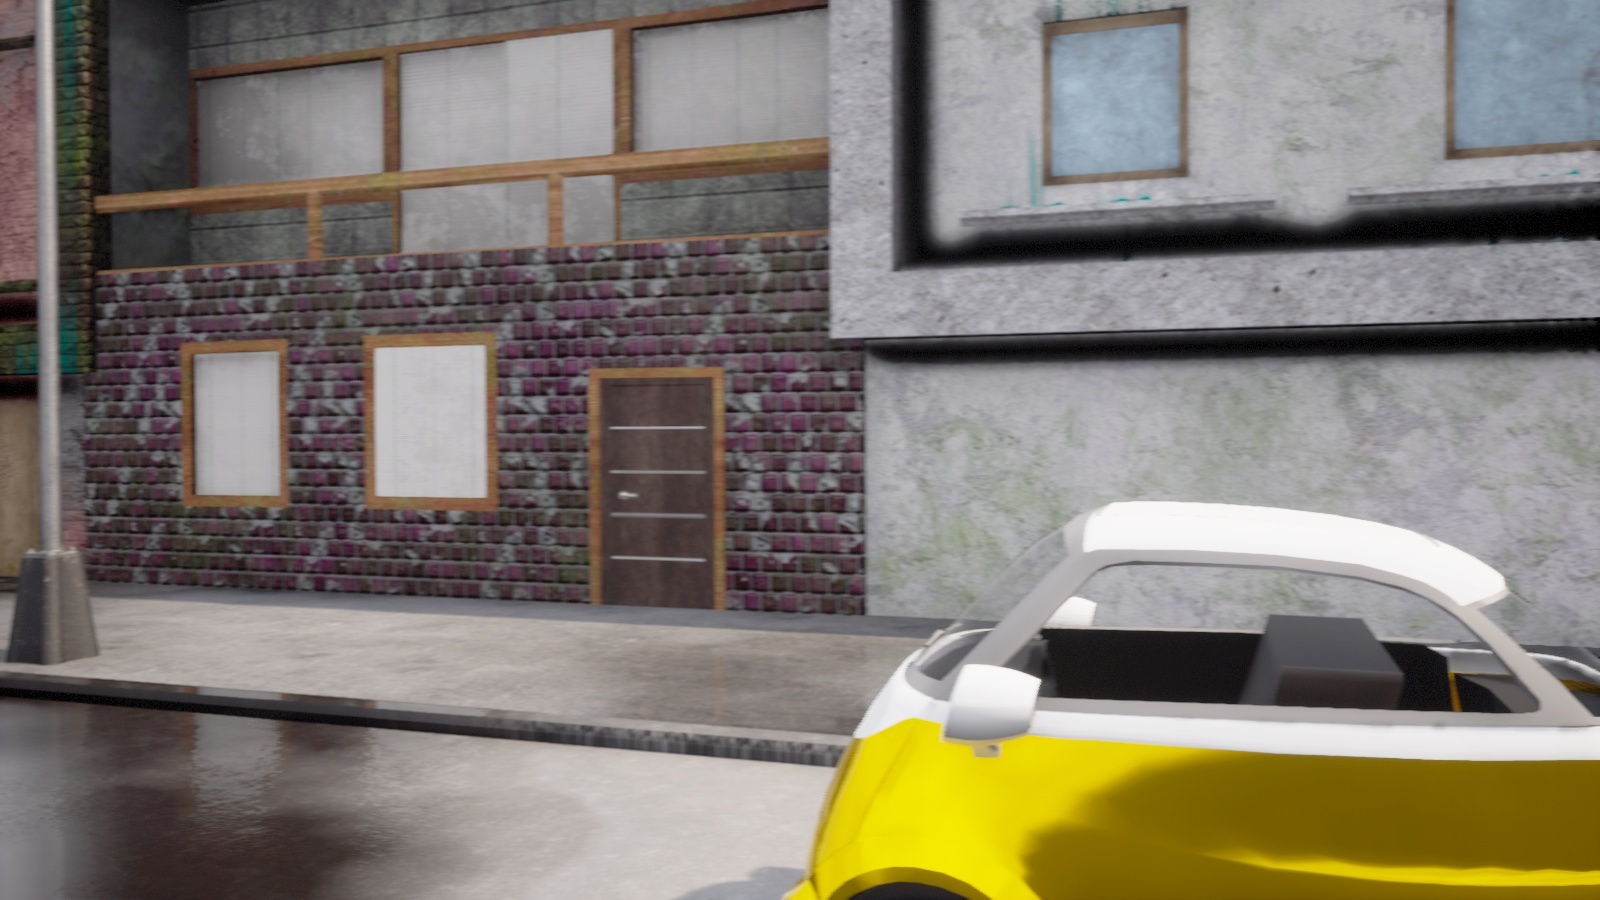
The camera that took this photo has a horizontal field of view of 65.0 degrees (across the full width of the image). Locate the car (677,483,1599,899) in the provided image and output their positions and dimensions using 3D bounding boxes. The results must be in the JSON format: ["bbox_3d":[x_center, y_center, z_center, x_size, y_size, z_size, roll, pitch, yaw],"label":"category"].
[{"bbox_3d":[0.987,0.831,3.389,2.207,1.376,1.481,1,1,19],"label":"car"}]
